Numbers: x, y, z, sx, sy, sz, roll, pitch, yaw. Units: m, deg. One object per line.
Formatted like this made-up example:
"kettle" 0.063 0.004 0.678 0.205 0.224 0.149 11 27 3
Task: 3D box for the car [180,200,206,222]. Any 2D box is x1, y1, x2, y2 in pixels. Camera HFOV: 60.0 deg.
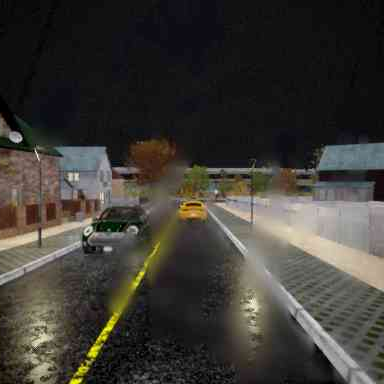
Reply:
"car" 0.099 1.469 26.305 1.882 1.535 5.008 0 0 0

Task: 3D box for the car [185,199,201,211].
"car" 0.097 1.599 41.295 1.895 1.301 4.718 0 0 0

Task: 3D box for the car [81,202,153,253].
"car" -2.850 1.346 13.524 2.097 1.767 4.553 0 0 0
